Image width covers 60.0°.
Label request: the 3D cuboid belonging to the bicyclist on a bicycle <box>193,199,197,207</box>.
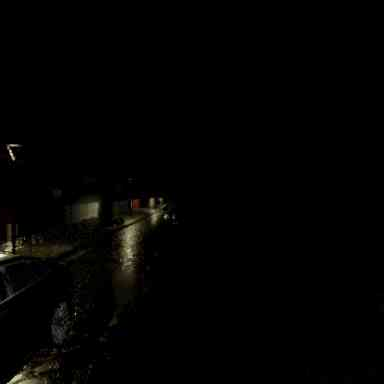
[{"bbox_3d":[0.689,2.264,70.387,0.866,1.612,1.509,0,-2,0],"label":"bicyclist on a bicycle"}]

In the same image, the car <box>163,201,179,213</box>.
[{"bbox_3d":[-2.881,2.007,45.327,2.128,1.511,4.902,0,-1,0],"label":"car"}]

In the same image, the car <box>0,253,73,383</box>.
[{"bbox_3d":[-2.853,1.531,3.571,2.128,1.511,4.902,0,-1,0],"label":"car"}]

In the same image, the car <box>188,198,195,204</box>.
[{"bbox_3d":[-0.087,2.452,88.296,1.812,1.442,4.674,0,-1,0],"label":"car"}]

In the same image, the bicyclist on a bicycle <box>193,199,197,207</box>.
[{"bbox_3d":[0.697,2.163,61.212,0.582,1.620,1.656,0,-1,0],"label":"bicyclist on a bicycle"}]
